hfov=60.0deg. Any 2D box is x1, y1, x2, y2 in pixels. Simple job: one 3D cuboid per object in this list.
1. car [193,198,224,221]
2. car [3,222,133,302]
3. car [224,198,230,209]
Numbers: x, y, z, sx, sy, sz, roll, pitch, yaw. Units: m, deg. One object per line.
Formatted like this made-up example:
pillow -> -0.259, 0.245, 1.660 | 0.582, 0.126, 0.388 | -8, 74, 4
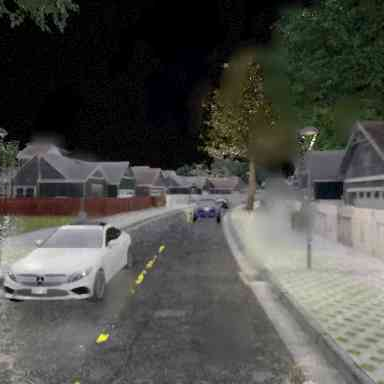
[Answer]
car -> 1.321, 1.358, 27.012 | 2.097, 1.767, 4.553 | 0, 0, 6
car -> -2.735, 1.532, 8.427 | 1.812, 1.442, 4.674 | 0, 0, 2
car -> 3.950, 1.533, 44.808 | 1.812, 1.442, 4.674 | 0, 0, 10
